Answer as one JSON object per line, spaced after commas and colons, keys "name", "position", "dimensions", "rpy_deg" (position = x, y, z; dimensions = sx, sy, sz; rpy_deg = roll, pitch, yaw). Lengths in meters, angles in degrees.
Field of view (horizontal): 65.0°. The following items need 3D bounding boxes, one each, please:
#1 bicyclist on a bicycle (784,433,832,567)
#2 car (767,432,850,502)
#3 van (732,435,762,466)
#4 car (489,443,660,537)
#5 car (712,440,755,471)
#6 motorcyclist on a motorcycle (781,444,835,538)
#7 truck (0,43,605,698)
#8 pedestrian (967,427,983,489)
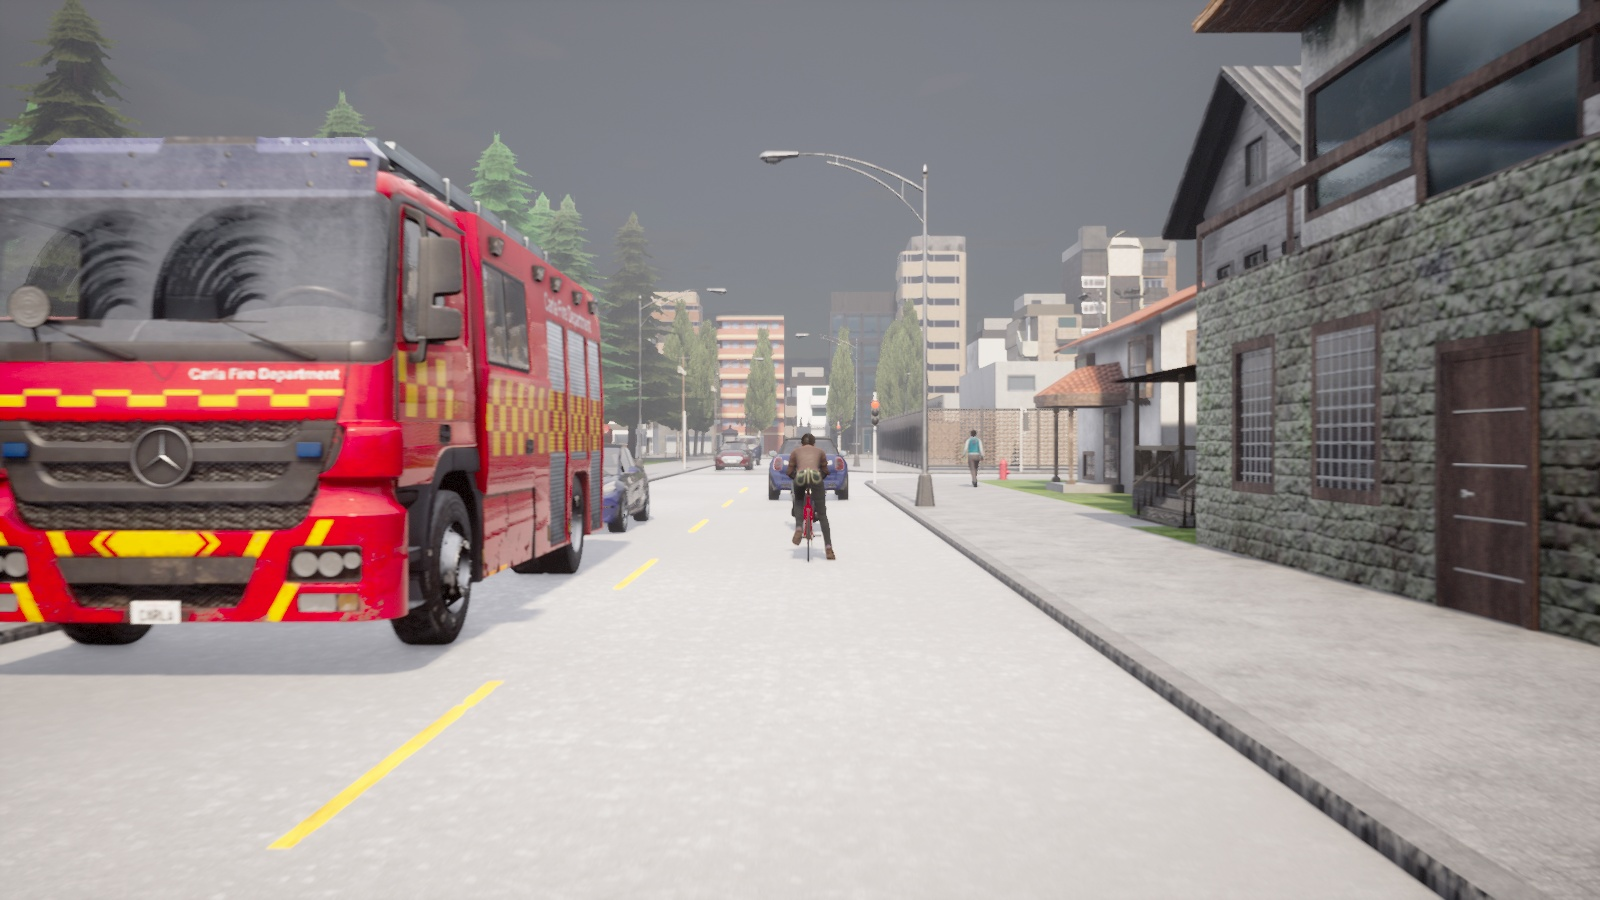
{"name": "bicyclist on a bicycle", "position": [0.106, 0.609, 16.117], "dimensions": [0.582, 1.620, 1.656], "rpy_deg": [0, 0, 0]}
{"name": "car", "position": [0.217, 0.413, 34.106], "dimensions": [2.097, 1.767, 4.553], "rpy_deg": [0, 0, 0]}
{"name": "van", "position": [-3.514, 0.028, 83.359], "dimensions": [1.775, 1.987, 4.442], "rpy_deg": [0, 0, 0]}
{"name": "car", "position": [-3.859, 0.617, 22.368], "dimensions": [2.163, 1.488, 4.792], "rpy_deg": [0, 0, 0]}
{"name": "car", "position": [-3.596, 0.286, 68.784], "dimensions": [2.033, 1.649, 4.856], "rpy_deg": [0, 0, 0]}
{"name": "motorcyclist on a motorcycle", "position": [0.136, 0.661, 21.453], "dimensions": [0.866, 1.530, 2.191], "rpy_deg": [0, 0, 0]}
{"name": "truck", "position": [-3.919, -0.487, 11.578], "dimensions": [2.891, 3.827, 8.468], "rpy_deg": [0, 0, 0]}
{"name": "pedestrian", "position": [5.453, 0.240, 39.204], "dimensions": [0.396, 1.930, 0.692], "rpy_deg": [0, 0, 1]}
